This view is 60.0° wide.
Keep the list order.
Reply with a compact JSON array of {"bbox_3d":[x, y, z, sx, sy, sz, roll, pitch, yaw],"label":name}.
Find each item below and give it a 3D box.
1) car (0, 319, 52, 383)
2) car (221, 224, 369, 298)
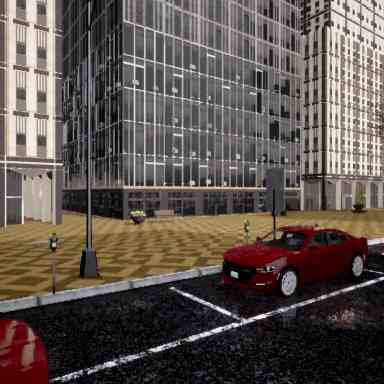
[{"bbox_3d":[-3.125,1.477,1.148,5.008,1.535,1.882,0,0,-36],"label":"car"},{"bbox_3d":[2.751,1.545,8.528,4.507,1.381,1.887,0,0,-36],"label":"car"}]
